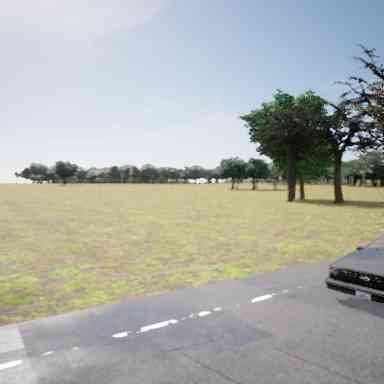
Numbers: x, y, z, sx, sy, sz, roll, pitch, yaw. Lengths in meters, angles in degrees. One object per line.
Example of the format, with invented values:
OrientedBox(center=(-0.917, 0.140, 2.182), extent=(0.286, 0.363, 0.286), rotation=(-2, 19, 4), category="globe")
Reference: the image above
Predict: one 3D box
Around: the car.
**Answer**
OrientedBox(center=(5.417, 1.580, 7.816), extent=(5.357, 1.411, 2.033), rotation=(0, 0, -35), category="car")
